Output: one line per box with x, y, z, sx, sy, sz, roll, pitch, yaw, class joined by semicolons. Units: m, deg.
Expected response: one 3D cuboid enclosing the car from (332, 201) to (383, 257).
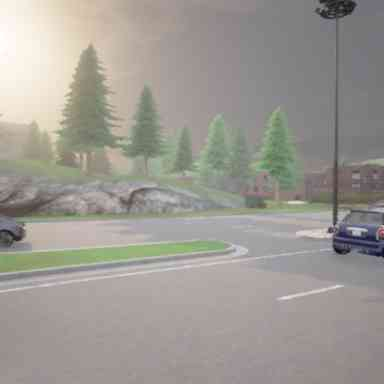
7.144;1.353;11.780;4.553;1.767;2.097;0;0;-30;car

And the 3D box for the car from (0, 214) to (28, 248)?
-8.873;1.466;13.216;4.181;1.385;1.994;0;0;-20;car
